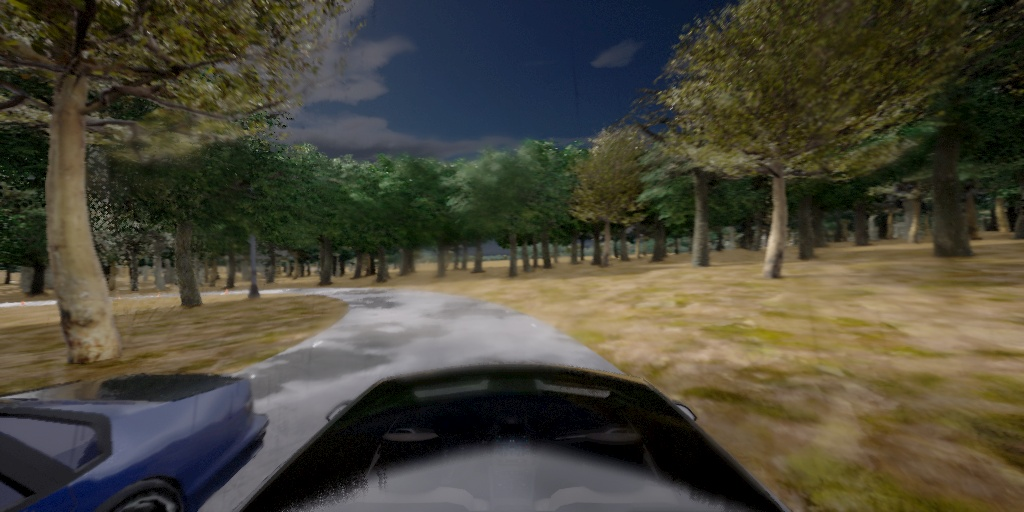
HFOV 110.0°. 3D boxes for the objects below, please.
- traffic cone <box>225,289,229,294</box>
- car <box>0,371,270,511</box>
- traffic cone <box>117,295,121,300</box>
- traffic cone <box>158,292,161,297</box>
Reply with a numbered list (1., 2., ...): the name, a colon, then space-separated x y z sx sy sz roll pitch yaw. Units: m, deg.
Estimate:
1. traffic cone: -32.072 3.952 40.312 0.340 0.580 0.340 0 0 17
2. car: -3.128 1.320 0.749 2.033 1.411 5.357 -1 0 2
3. traffic cone: -45.935 4.810 41.945 0.340 0.580 0.340 0 0 -4
4. traffic cone: -41.261 4.514 41.950 0.340 0.580 0.340 0 0 3
